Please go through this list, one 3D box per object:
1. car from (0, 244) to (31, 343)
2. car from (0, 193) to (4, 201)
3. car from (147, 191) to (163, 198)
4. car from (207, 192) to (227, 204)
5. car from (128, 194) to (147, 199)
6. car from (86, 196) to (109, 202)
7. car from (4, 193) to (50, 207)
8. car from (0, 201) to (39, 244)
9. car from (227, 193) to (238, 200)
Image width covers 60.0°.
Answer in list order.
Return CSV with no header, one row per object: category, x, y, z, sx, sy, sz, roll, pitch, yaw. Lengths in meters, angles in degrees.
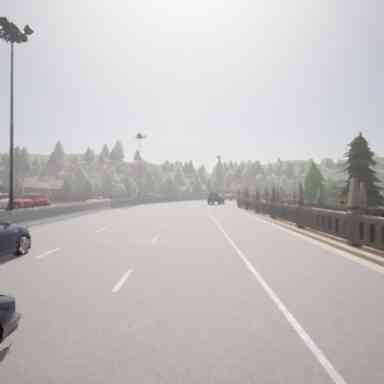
car,-3.401,1.548,2.384,2.033,1.411,5.357,0,0,0
car,-21.012,1.142,34.984,2.150,2.045,5.566,0,0,1
car,-8.635,0.815,76.752,2.150,2.045,5.566,0,0,22
car,4.102,1.049,56.867,2.150,2.045,5.566,0,0,15
car,-12.847,1.291,75.843,1.812,1.442,4.674,0,0,22
car,-13.265,1.370,46.718,1.882,1.535,5.008,0,0,7
car,-17.485,1.139,36.146,2.150,2.045,5.566,0,0,2
car,-6.902,1.333,10.248,2.097,1.767,4.553,0,0,0
car,8.336,1.021,72.061,1.882,1.535,5.008,0,0,28
